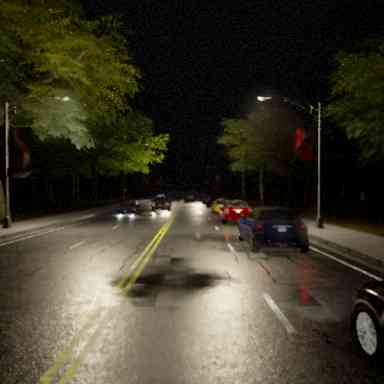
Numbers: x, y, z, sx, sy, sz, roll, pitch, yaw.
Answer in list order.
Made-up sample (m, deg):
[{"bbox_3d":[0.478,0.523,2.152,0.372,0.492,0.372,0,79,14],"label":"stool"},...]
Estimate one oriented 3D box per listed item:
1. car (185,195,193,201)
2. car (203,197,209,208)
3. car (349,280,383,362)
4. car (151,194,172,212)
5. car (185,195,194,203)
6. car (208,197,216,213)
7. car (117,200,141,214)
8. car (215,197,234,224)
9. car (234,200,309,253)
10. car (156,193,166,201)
[{"bbox_3d":[-0.731,1.369,82.429,2.033,1.411,5.357,0,0,-1],"label":"car"},{"bbox_3d":[2.996,1.421,47.067,2.033,1.649,4.856,0,0,-1],"label":"car"},{"bbox_3d":[3.247,1.509,3.024,1.837,1.490,4.892,0,0,0],"label":"car"},{"bbox_3d":[-3.524,1.358,38.881,2.097,1.767,4.553,0,0,0],"label":"car"},{"bbox_3d":[-0.493,1.471,67.168,2.033,1.411,5.357,0,0,-1],"label":"car"},{"bbox_3d":[3.093,1.466,36.246,1.801,1.575,5.366,0,0,0],"label":"car"},{"bbox_3d":[-6.755,1.558,36.093,2.033,1.411,5.357,0,0,0],"label":"car"},{"bbox_3d":[3.170,1.371,25.016,2.097,1.767,4.553,0,0,0],"label":"car"},{"bbox_3d":[3.220,1.369,14.005,2.097,1.767,4.553,0,0,0],"label":"car"},{"bbox_3d":[-7.153,1.133,77.598,2.097,1.767,4.553,0,0,-1],"label":"car"}]
